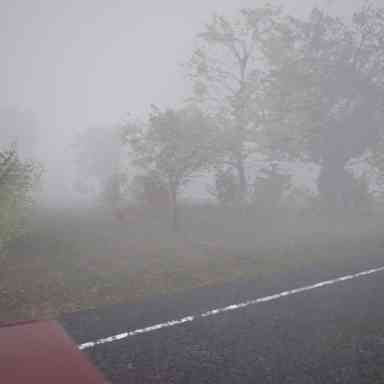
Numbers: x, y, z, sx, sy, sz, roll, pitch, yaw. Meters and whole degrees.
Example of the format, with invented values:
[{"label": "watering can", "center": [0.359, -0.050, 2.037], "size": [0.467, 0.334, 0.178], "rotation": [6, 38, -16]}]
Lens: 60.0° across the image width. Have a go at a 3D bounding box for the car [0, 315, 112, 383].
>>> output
[{"label": "car", "center": [-2.944, 1.588, 1.773], "size": [4.718, 1.301, 1.895], "rotation": [1, 0, -36]}]
